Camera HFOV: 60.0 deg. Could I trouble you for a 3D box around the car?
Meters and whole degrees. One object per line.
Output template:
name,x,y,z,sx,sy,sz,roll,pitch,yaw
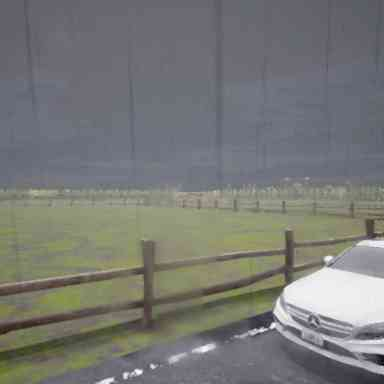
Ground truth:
car,3.387,1.532,5.472,4.674,1.442,1.812,0,0,-35
